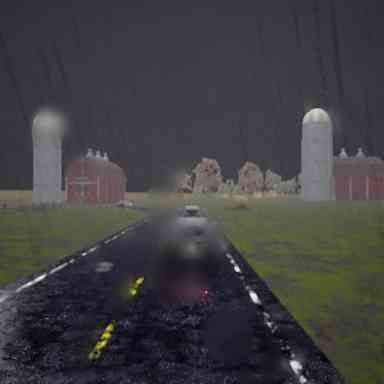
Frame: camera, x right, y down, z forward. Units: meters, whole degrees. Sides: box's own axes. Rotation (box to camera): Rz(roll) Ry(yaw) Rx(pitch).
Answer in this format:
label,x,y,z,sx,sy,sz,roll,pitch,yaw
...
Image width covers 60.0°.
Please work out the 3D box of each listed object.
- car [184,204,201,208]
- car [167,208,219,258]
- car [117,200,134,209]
label,x,y,z,sx,sy,sz,roll,pitch,yaw
car,0.015,1.819,28.503,1.837,1.490,4.892,0,0,0
car,0.026,1.650,13.490,1.837,1.490,4.892,0,0,0
car,-12.312,2.258,61.487,2.128,1.511,4.902,0,-1,-35
